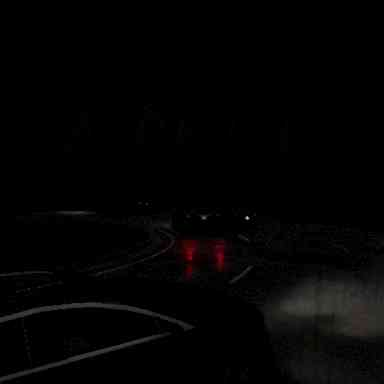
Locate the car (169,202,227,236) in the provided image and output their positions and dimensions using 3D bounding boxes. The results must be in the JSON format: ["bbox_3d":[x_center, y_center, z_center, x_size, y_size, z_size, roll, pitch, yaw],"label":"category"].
[{"bbox_3d":[0.097,1.358,18.926,2.097,1.767,4.553,0,0,-14],"label":"car"}]

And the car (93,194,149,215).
[{"bbox_3d":[-7.054,1.232,33.191,5.566,2.045,2.150,0,0,12],"label":"car"}]

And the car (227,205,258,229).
[{"bbox_3d":[2.531,1.572,22.175,1.994,1.385,4.181,0,0,-24],"label":"car"}]

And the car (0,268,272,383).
[{"bbox_3d":[-1.286,1.493,2.964,4.902,1.511,2.128,0,0,-39],"label":"car"}]

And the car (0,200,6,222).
[{"bbox_3d":[-16.182,1.355,24.782,4.553,1.767,2.097,0,0,-25],"label":"car"}]
